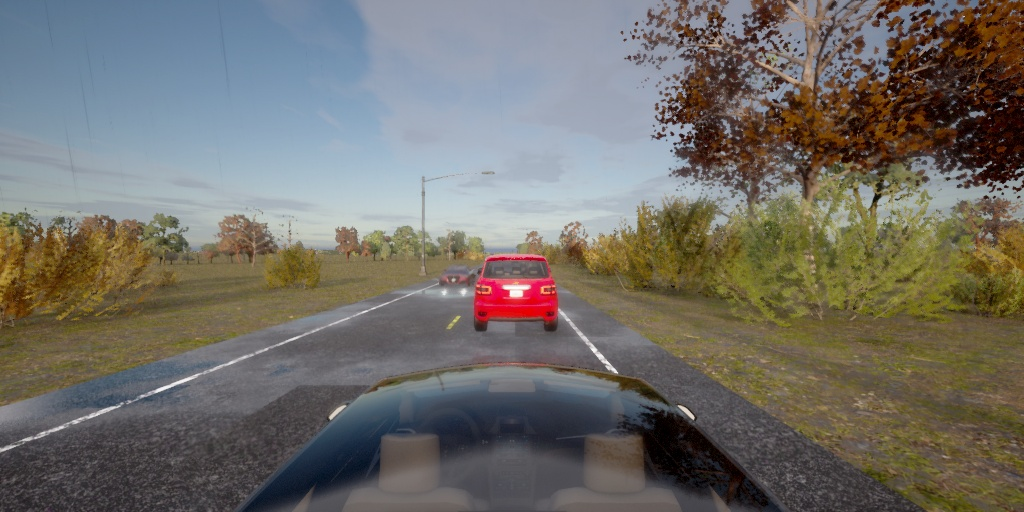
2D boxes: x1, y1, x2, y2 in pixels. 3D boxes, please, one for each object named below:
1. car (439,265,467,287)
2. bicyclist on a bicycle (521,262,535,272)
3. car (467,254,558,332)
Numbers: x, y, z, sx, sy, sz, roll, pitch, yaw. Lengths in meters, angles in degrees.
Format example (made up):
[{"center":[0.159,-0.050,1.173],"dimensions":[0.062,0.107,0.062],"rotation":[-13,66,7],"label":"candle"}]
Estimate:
[{"center":[-3.640,1.306,24.364],"dimensions":[1.994,1.385,4.181],"rotation":[0,0,0],"label":"car"},{"center":[0.945,1.114,18.745],"dimensions":[0.659,1.776,1.843],"rotation":[0,0,0],"label":"bicyclist on a bicycle"},{"center":[0.093,0.968,11.039],"dimensions":[2.150,2.045,5.566],"rotation":[0,0,0],"label":"car"}]
